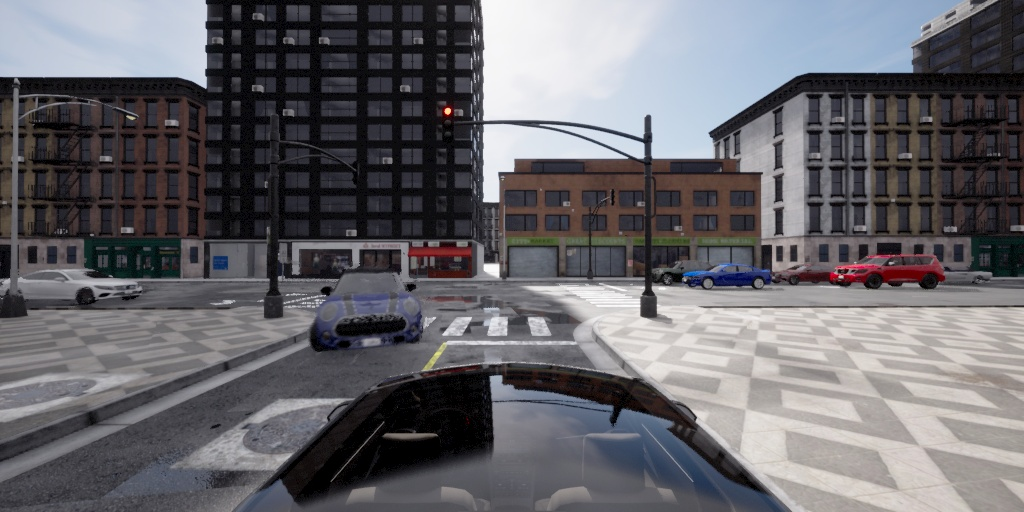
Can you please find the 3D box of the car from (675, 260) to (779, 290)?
[{"bbox_3d":[13.105,1.213,22.043,5.008,1.535,1.882,0,0,-2],"label":"car"}]

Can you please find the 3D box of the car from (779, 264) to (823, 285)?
[{"bbox_3d":[20.794,1.272,25.312,4.674,1.442,1.812,0,0,0],"label":"car"}]

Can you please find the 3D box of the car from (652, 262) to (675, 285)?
[{"bbox_3d":[11.967,1.117,25.301,4.553,1.767,2.097,0,0,0],"label":"car"}]

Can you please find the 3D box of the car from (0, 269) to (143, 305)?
[{"bbox_3d":[-18.659,1.268,15.255,4.674,1.442,1.812,0,0,0],"label":"car"}]

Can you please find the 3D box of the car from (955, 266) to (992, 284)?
[{"bbox_3d":[30.451,1.328,25.346,4.718,1.301,1.895,0,0,0],"label":"car"}]

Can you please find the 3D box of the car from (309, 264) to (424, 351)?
[{"bbox_3d":[-3.592,1.098,9.164,2.097,1.767,4.553,-1,1,-22],"label":"car"}]

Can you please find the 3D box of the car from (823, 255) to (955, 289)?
[{"bbox_3d":[23.031,0.937,22.084,5.566,2.045,2.150,0,0,0],"label":"car"}]
